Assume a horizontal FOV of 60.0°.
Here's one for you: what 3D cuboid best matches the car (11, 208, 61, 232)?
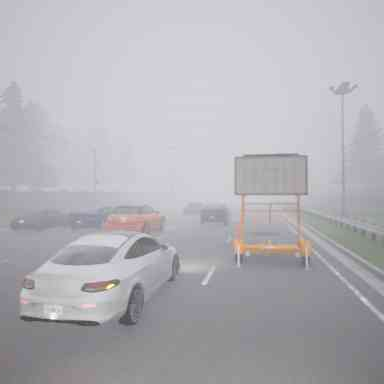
[{"bbox_3d":[-9.560,1.691,21.442,1.994,1.385,4.181,0,0,11],"label":"car"}]

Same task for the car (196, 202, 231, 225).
[{"bbox_3d":[1.870,1.596,25.353,1.882,1.535,5.008,0,0,11],"label":"car"}]

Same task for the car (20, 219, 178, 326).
[{"bbox_3d":[-1.593,1.564,7.127,1.812,1.442,4.674,0,0,11],"label":"car"}]

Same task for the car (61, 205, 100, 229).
[{"bbox_3d":[-5.995,1.596,21.460,1.882,1.535,5.008,0,0,11],"label":"car"}]

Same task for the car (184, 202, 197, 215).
[{"bbox_3d":[0.402,1.739,36.381,1.994,1.385,4.181,0,0,11],"label":"car"}]

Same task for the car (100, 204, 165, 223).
[{"bbox_3d":[-2.987,1.449,18.545,2.097,1.767,4.553,0,0,11],"label":"car"}]

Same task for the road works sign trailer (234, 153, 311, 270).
[{"bbox_3d":[2.663,0.513,11.328,2.380,3.560,2.880,0,0,11],"label":"road works sign trailer"}]
